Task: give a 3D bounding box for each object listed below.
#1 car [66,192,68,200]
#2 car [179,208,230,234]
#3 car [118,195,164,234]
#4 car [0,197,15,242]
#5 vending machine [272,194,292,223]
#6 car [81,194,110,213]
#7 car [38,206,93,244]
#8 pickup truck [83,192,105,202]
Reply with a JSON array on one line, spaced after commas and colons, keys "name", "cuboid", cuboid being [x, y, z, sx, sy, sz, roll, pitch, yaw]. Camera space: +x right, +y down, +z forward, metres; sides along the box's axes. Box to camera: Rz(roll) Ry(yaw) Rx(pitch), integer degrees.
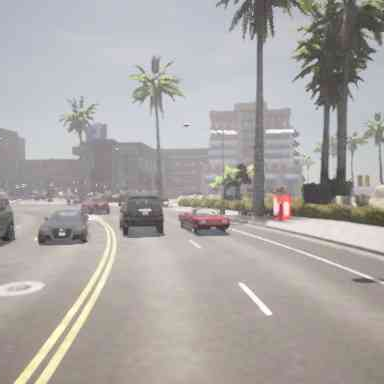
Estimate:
[{"name": "car", "cuboid": [-30.975, 1.418, 87.466, 4.674, 1.452, 2.002, 0, 0, 8]}, {"name": "car", "cuboid": [0.551, 1.592, 19.483, 1.895, 1.301, 4.718, 0, 0, -15]}, {"name": "car", "cuboid": [-3.037, 1.211, 19.391, 2.150, 2.045, 5.566, 0, -1, -15]}, {"name": "car", "cuboid": [-8.839, 1.225, 13.275, 2.150, 2.045, 5.566, 0, 0, -13]}, {"name": "vending machine", "cuboid": [6.737, 1.178, 24.858, 1.100, 2.100, 0.880, 0, 0, -18]}, {"name": "car", "cuboid": [-10.454, 1.350, 35.679, 2.097, 1.767, 4.553, 0, 0, -32]}, {"name": "car", "cuboid": [-5.917, 1.564, 15.768, 1.994, 1.385, 4.181, 0, 0, -15]}, {"name": "pickup truck", "cuboid": [-21.819, 1.084, 74.151, 2.390, 2.098, 6.274, 0, 0, 8]}]
